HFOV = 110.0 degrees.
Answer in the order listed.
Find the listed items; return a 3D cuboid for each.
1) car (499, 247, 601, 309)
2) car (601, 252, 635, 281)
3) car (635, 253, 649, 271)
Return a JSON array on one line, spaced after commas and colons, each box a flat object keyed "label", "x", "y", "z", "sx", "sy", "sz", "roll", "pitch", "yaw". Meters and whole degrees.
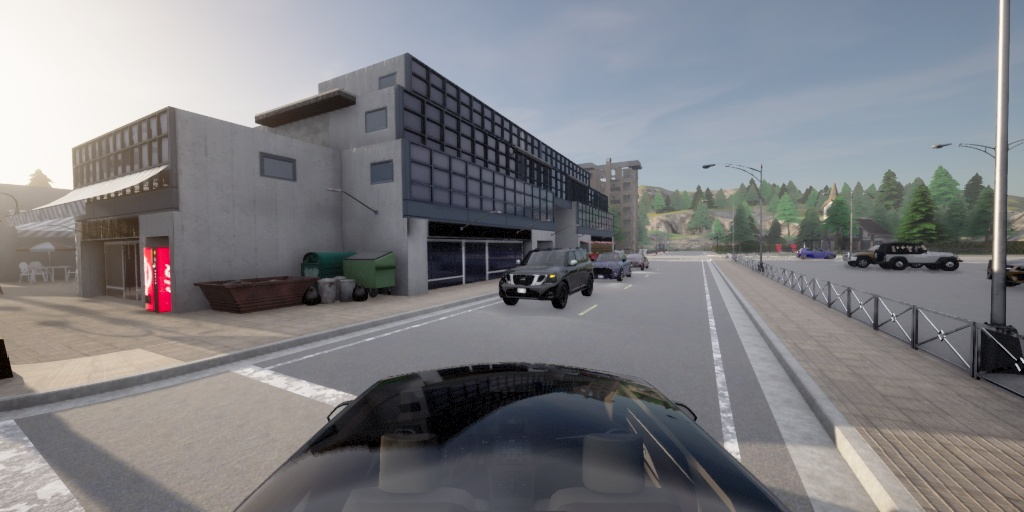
[{"label": "car", "x": 1.589, "y": 0.690, "z": 13.947, "sx": 2.150, "sy": 2.045, "sz": 5.566, "roll": 0, "pitch": 1, "yaw": 28}, {"label": "car", "x": 6.160, "y": 0.555, "z": 22.656, "sx": 2.097, "sy": 1.767, "sz": 4.553, "roll": 0, "pitch": 2, "yaw": 28}, {"label": "car", "x": 10.920, "y": 0.454, "z": 31.714, "sx": 1.812, "sy": 1.442, "sz": 4.674, "roll": 0, "pitch": 2, "yaw": 28}]
